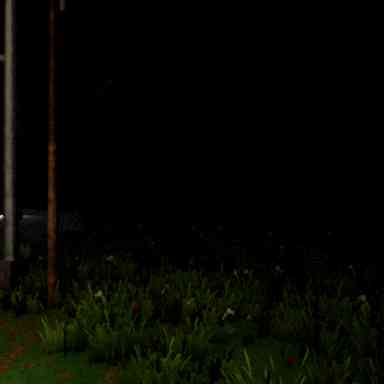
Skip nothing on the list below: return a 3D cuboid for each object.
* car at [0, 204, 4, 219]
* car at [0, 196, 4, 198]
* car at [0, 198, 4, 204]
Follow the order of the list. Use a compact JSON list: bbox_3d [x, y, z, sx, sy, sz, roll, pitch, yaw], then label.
[{"bbox_3d":[-12.530,1.572,18.699,1.895,1.301,4.718,0,0,-13],"label":"car"},{"bbox_3d":[-26.062,1.322,43.696,4.553,1.767,2.097,0,0,39],"label":"car"},{"bbox_3d":[-19.154,1.534,32.312,1.994,1.385,4.181,0,0,-41],"label":"car"}]
